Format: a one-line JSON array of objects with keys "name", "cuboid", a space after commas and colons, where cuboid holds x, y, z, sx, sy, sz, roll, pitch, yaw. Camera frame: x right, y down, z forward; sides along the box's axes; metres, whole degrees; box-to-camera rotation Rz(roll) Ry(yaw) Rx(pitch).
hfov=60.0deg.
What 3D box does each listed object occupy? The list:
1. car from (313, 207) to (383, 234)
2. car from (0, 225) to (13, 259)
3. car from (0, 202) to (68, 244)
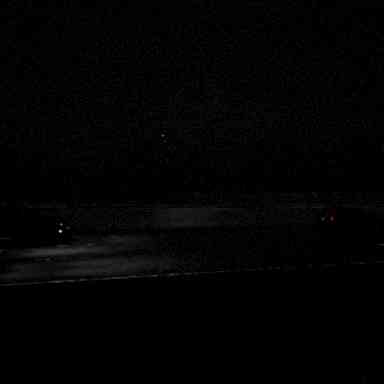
[{"name": "car", "cuboid": [10.603, 1.819, 22.355, 4.553, 1.767, 2.097, 1, -1, -16]}, {"name": "car", "cuboid": [-8.184, 1.818, 9.743, 4.718, 1.301, 1.895, 0, -1, -16]}, {"name": "car", "cuboid": [-9.212, 1.521, 16.732, 5.566, 2.045, 2.150, 0, -1, -16]}]
